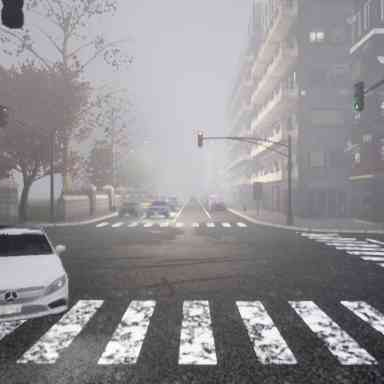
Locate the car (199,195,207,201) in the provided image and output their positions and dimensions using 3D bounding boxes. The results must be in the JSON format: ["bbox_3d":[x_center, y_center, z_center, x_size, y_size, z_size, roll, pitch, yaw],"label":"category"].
[{"bbox_3d":[2.980,1.518,87.201,1.967,1.590,4.097,0,0,0],"label":"car"}]

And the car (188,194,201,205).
[{"bbox_3d":[0.303,1.560,61.343,1.812,1.442,4.674,0,0,0],"label":"car"}]

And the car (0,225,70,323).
[{"bbox_3d":[-3.801,1.476,7.058,1.812,1.442,4.674,2,0,-28],"label":"car"}]

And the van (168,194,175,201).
[{"bbox_3d":[-5.400,1.419,87.229,1.690,1.788,3.998,0,0,0],"label":"van"}]

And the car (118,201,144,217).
[{"bbox_3d":[-5.585,1.571,30.928,1.947,1.339,4.313,0,0,0],"label":"car"}]

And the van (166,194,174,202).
[{"bbox_3d":[-5.419,1.408,81.600,1.690,1.788,3.998,0,0,0],"label":"van"}]

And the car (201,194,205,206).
[{"bbox_3d":[2.869,1.464,53.421,1.967,1.590,4.097,0,0,0],"label":"car"}]

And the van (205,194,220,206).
[{"bbox_3d":[2.833,1.353,42.161,1.690,1.788,3.998,0,0,0],"label":"van"}]

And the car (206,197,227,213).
[{"bbox_3d":[2.813,1.553,36.530,1.887,1.381,4.507,0,0,0],"label":"car"}]

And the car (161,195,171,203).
[{"bbox_3d":[-5.455,1.487,70.339,1.967,1.590,4.097,0,0,0],"label":"car"}]

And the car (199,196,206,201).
[{"bbox_3d":[2.998,1.673,92.832,1.802,1.307,4.206,0,0,0],"label":"car"}]

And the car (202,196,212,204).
[{"bbox_3d":[2.906,1.583,64.681,1.887,1.381,4.507,0,0,0],"label":"car"}]

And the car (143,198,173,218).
[{"bbox_3d":[-2.993,1.530,30.321,1.812,1.442,4.674,0,0,0],"label":"car"}]

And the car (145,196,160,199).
[{"bbox_3d":[-5.548,1.538,42.019,1.752,1.417,4.829,0,0,0],"label":"car"}]

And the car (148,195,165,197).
[{"bbox_3d":[-5.529,1.333,47.819,2.192,1.841,5.009,0,0,0],"label":"car"}]

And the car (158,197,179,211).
[{"bbox_3d":[-2.960,1.612,40.245,1.895,1.301,4.718,0,0,0],"label":"car"}]

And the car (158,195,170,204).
[{"bbox_3d":[-5.474,1.479,64.710,1.967,1.590,4.097,0,0,0],"label":"car"}]

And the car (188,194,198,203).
[{"bbox_3d":[0.246,1.403,71.422,2.097,1.767,4.553,0,0,0],"label":"car"}]

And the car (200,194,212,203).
[{"bbox_3d":[2.925,1.362,70.312,2.192,1.841,5.009,0,0,0],"label":"car"}]

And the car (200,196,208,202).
[{"bbox_3d":[2.961,1.611,81.572,1.887,1.381,4.507,0,0,0],"label":"car"}]

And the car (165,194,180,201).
[{"bbox_3d":[-2.910,1.525,50.436,1.837,1.490,4.892,0,0,0],"label":"car"}]
